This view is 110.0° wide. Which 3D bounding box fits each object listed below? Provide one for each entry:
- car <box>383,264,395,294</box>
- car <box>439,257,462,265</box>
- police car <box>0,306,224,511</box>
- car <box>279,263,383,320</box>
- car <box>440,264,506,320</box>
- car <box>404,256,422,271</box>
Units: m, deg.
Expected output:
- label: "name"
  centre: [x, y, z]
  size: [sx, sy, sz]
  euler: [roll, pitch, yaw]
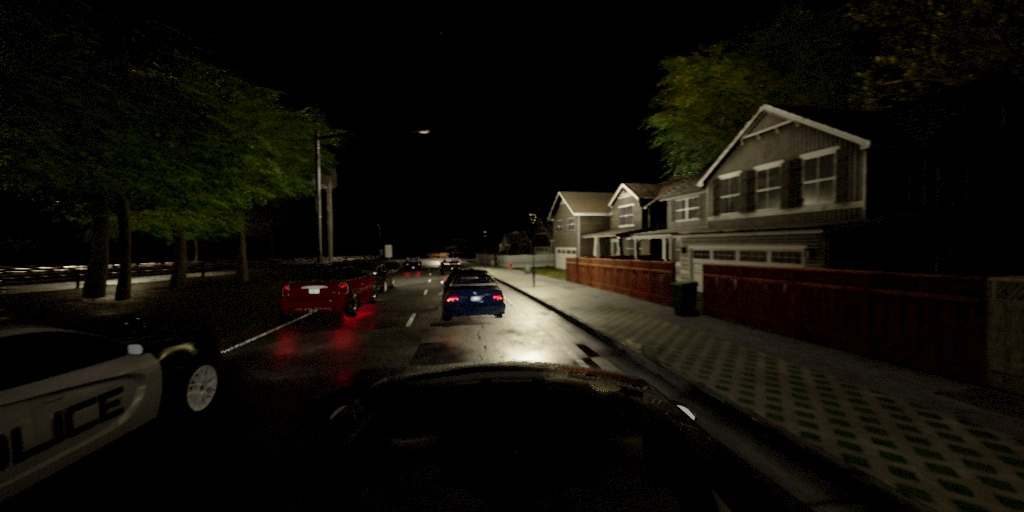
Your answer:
- label: "car"
  centre: [-7.292, 1.112, 18.601]
  size: [1.837, 1.490, 4.892]
  euler: [-1, 1, -11]
- label: "car"
  centre: [-5.589, 0.850, 32.744]
  size: [2.128, 1.511, 4.902]
  euler: [-1, 1, -13]
- label: "police car"
  centre: [-4.600, 1.223, 2.912]
  size: [1.930, 1.638, 5.238]
  euler: [-1, 1, -9]
- label: "car"
  centre: [-6.195, 1.033, 12.660]
  size: [2.097, 1.767, 4.553]
  euler: [-1, 1, -10]
- label: "car"
  centre: [-1.411, 1.169, 12.135]
  size: [2.033, 1.411, 5.357]
  euler: [-1, 1, -10]
- label: "car"
  centre: [-11.081, 0.920, 40.431]
  size: [1.895, 1.301, 4.718]
  euler: [-1, 1, -14]
